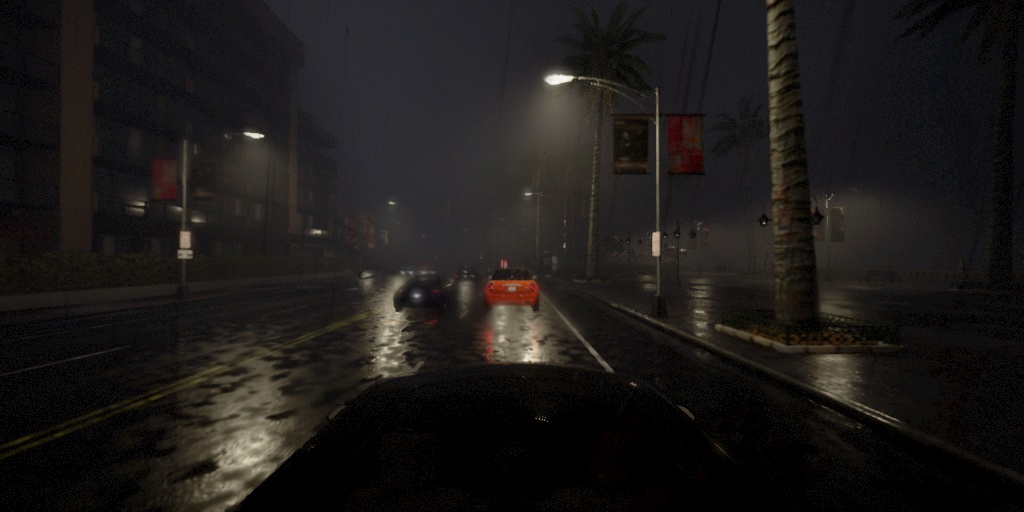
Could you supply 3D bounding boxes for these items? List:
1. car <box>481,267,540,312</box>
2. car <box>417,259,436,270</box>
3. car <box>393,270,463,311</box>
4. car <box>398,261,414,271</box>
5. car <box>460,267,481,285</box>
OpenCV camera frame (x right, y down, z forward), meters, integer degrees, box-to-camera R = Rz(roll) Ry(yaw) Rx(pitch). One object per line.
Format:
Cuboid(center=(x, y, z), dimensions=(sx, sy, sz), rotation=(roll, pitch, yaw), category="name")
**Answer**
Cuboid(center=(0.023, 1.244, 15.267), dimensions=(2.097, 1.767, 4.553), rotation=(0, -1, 1), category="car")
Cuboid(center=(-14.884, 1.606, 62.114), dimensions=(2.150, 2.045, 5.566), rotation=(0, -1, -26), category="car")
Cuboid(center=(-3.480, 1.456, 15.198), dimensions=(1.994, 1.385, 4.181), rotation=(0, -1, 1), category="car")
Cuboid(center=(-17.541, 1.921, 59.561), dimensions=(1.994, 1.385, 4.181), rotation=(0, -1, -25), category="car")
Cuboid(center=(-3.511, 1.588, 29.347), dimensions=(2.033, 1.411, 5.357), rotation=(0, -1, 0), category="car")
